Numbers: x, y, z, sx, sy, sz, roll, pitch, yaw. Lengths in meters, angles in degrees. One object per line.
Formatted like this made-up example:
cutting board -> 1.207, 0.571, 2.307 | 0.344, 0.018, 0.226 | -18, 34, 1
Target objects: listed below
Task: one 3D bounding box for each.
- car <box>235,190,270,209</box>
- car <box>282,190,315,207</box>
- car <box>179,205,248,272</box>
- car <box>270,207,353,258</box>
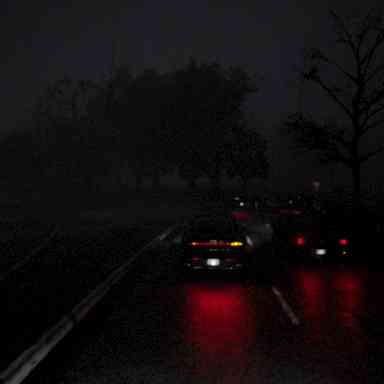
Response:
car -> 5.420, 0.621, 29.552 | 1.837, 1.490, 4.892 | 1, 4, 32
car -> 9.881, 0.541, 30.424 | 1.882, 1.535, 5.008 | 2, 4, 36
car -> 0.692, 1.402, 10.516 | 1.837, 1.490, 4.892 | 0, 1, 4
car -> 4.100, 1.471, 12.282 | 1.895, 1.301, 4.718 | 0, 1, 5
